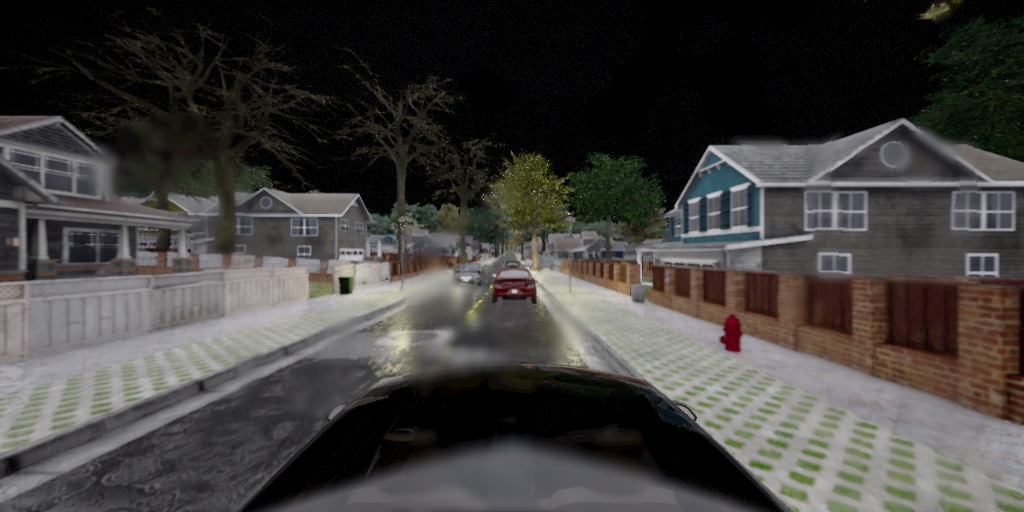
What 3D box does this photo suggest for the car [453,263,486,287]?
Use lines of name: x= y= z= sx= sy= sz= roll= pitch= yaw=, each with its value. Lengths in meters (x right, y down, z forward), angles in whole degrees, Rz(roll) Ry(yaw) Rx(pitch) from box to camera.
car: x=-2.842 y=1.270 z=24.797 sx=2.128 sy=1.511 sz=4.902 roll=0 pitch=0 yaw=0

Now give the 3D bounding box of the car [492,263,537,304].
car: x=0.101 y=1.259 z=16.746 sx=1.882 sy=1.535 sz=5.008 roll=0 pitch=0 yaw=0

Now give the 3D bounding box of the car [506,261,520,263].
car: x=0.103 y=1.260 z=34.674 sx=1.837 sy=1.490 sz=4.892 roll=0 pitch=0 yaw=0
